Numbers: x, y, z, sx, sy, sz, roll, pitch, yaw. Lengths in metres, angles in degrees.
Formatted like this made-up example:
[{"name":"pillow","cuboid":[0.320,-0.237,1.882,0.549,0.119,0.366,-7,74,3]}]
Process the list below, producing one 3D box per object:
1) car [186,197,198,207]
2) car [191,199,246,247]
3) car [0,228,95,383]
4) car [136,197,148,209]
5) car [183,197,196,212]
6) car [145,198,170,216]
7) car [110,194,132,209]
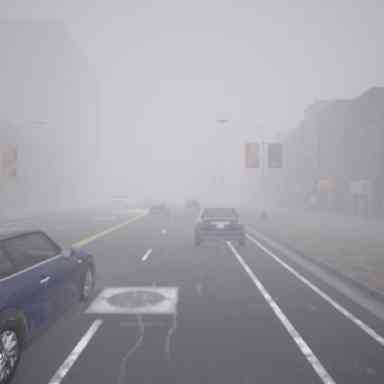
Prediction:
[{"name":"car","cuboid":[-0.003,1.551,52.138,1.837,1.490,4.892,0,0,0]},{"name":"car","cuboid":[1.136,1.366,15.314,2.097,1.767,4.553,0,0,0]},{"name":"car","cuboid":[-3.151,1.359,5.409,2.097,1.767,4.553,0,0,0]},{"name":"car","cuboid":[-6.581,1.516,46.377,2.128,1.511,4.902,0,0,0]},{"name":"car","cuboid":[0.047,1.520,39.589,1.837,1.490,4.892,0,0,1]},{"name":"car","cuboid":[-3.152,1.543,32.769,1.812,1.442,4.674,0,0,0]},{"name":"car","cuboid":[-9.830,1.248,46.533,2.150,2.045,5.566,0,0,0]}]
